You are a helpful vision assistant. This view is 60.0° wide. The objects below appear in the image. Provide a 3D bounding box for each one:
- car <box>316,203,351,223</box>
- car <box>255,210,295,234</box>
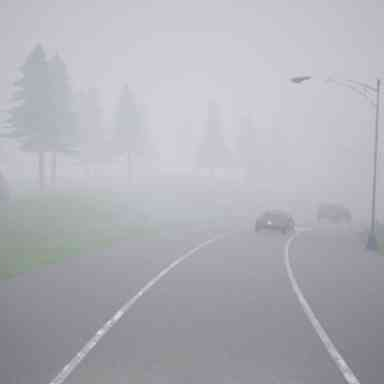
[{"bbox_3d":[15.794,2.328,36.940,2.150,2.045,5.566,4,-1,43],"label":"car"},{"bbox_3d":[5.515,1.887,21.908,1.994,1.385,4.181,2,-1,25],"label":"car"}]
